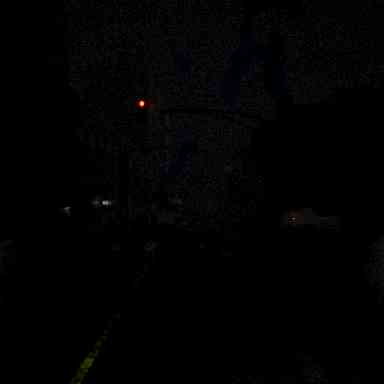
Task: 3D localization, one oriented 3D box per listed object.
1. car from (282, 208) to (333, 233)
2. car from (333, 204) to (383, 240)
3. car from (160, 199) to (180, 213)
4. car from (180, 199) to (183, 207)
[{"bbox_3d":[8.073,1.770,20.895,4.674,1.442,1.812,1,0,-4],"label":"car"},{"bbox_3d":[10.827,1.628,18.116,5.009,1.841,2.192,1,-1,0],"label":"car"},{"bbox_3d":[-2.820,1.800,40.048,1.895,1.301,4.718,0,-1,0],"label":"car"},{"bbox_3d":[-2.747,2.023,63.387,1.812,1.442,4.674,0,-1,1],"label":"car"}]
